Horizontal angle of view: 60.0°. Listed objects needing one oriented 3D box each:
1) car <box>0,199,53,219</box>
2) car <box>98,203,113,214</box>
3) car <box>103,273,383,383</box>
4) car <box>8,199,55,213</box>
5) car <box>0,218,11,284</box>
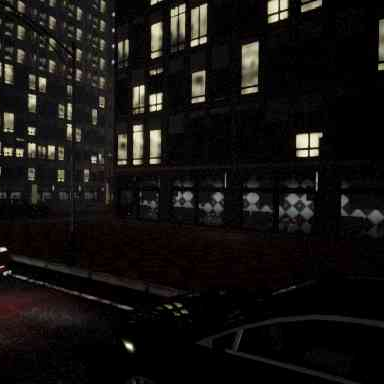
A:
[{"bbox_3d":[-15.654,1.518,30.546,2.192,1.841,5.009,1,0,36],"label":"car"},{"bbox_3d":[-8.871,1.828,39.768,1.752,1.417,4.829,1,0,36],"label":"car"},{"bbox_3d":[1.327,1.491,2.734,4.902,1.511,2.128,0,0,35],"label":"car"},{"bbox_3d":[-19.166,1.641,39.915,1.752,1.417,4.829,1,0,36],"label":"car"},{"bbox_3d":[-6.356,1.487,8.188,4.902,1.511,2.128,0,0,36],"label":"car"}]
